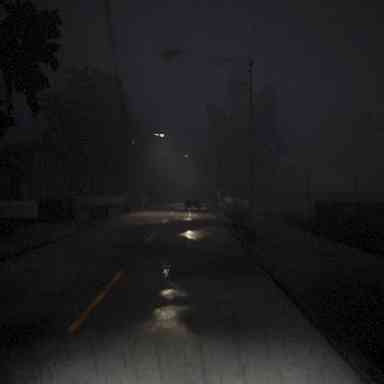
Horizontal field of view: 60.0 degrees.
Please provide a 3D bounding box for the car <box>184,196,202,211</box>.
[{"bbox_3d":[0.098,1.337,38.718,1.837,1.490,4.892,0,0,0],"label":"car"}]

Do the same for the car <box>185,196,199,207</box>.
[{"bbox_3d":[-0.004,1.335,49.063,2.033,1.411,5.357,0,0,0],"label":"car"}]
